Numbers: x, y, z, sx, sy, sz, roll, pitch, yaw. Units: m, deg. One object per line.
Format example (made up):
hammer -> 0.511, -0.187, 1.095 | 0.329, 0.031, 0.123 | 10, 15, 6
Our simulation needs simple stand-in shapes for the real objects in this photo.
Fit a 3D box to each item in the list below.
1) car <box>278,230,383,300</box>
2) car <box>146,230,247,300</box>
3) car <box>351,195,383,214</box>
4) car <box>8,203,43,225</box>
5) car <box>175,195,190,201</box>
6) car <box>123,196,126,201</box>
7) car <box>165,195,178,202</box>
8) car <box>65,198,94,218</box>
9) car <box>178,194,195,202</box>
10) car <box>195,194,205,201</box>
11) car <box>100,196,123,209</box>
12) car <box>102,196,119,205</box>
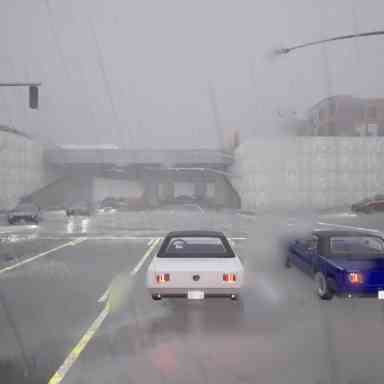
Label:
car -> 3.591, 1.601, 8.321 | 1.895, 1.301, 4.718 | 0, 0, 0
car -> 0.091, 1.601, 8.315 | 1.895, 1.301, 4.718 | 0, 0, 0
car -> 15.847, 0.973, 28.407 | 4.181, 1.385, 1.994 | -7, 0, 0
car -> -12.110, 1.547, 24.533 | 2.033, 1.411, 5.357 | 0, 0, -20
car -> -2.295, 1.478, 85.395 | 1.882, 1.535, 5.008 | 0, 0, 24
car -> -15.243, 1.595, 73.429 | 1.895, 1.301, 4.718 | 0, 0, -1
car -> -4.660, 1.355, 75.532 | 2.097, 1.767, 4.553 | 0, 0, 6
car -> -10.222, 1.564, 30.513 | 1.994, 1.385, 4.181 | 0, 0, -9
car -> -1.159, 1.525, 75.425 | 2.128, 1.511, 4.902 | 0, 0, 6
car -> 1.506, 1.355, 85.426 | 2.097, 1.767, 4.553 | 0, 0, 28
car -> -11.263, 1.526, 45.841 | 1.812, 1.442, 4.674 | 0, 0, -1
car -> -15.095, 1.493, 61.801 | 2.128, 1.511, 4.902 | 0, 0, -1
